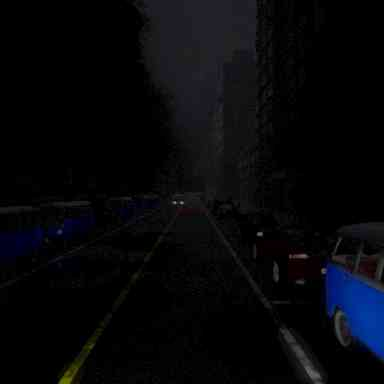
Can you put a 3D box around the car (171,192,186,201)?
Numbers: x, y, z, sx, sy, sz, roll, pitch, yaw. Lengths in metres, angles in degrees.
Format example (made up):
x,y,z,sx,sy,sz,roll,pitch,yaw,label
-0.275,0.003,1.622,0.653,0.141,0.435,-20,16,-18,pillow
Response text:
x,y,z,sx,sy,sz,roll,pitch,yaw,label
-3.001,1.057,75.915,2.150,2.045,5.566,0,0,0,car

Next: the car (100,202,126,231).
x,y,z,sx,sy,sz,roll,pitch,yaw,label
-5.671,1.534,20.571,1.887,1.381,4.507,0,0,0,car

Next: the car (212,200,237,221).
x,y,z,sx,sy,sz,roll,pitch,yaw,label
2.855,1.566,26.246,1.802,1.307,4.206,0,0,0,car

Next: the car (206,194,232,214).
x,y,z,sx,sy,sz,roll,pitch,yaw,label
2.854,1.293,31.907,2.192,1.841,5.009,0,0,0,car

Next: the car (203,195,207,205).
x,y,z,sx,sy,sz,roll,pitch,yaw,label
2.855,1.505,43.228,1.887,1.381,4.507,0,0,0,car

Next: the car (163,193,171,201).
x,y,z,sx,sy,sz,roll,pitch,yaw,label
-5.669,1.200,77.150,2.192,1.841,5.009,0,0,0,car

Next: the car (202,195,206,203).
x,y,z,sx,sy,sz,roll,pitch,yaw,label
2.855,1.532,48.888,1.802,1.307,4.206,0,0,0,car

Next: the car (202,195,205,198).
x,y,z,sx,sy,sz,roll,pitch,yaw,label
2.855,1.521,54.549,1.802,1.307,4.206,0,0,0,car

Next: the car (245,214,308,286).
x,y,z,sx,sy,sz,roll,pitch,yaw,label
2.854,1.541,9.265,1.887,1.381,4.507,0,0,0,car

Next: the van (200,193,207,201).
x,y,z,sx,sy,sz,roll,pitch,yaw,label
2.855,1.268,60.209,1.690,1.788,3.998,0,0,0,van

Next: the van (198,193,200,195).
x,y,z,sx,sy,sz,roll,pitch,yaw,label
2.855,1.226,77.190,1.690,1.788,3.998,0,0,0,van

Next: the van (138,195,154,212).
x,y,z,sx,sy,sz,roll,pitch,yaw,label
-5.671,1.311,37.545,1.690,1.788,3.998,0,0,0,van

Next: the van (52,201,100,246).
x,y,z,sx,sy,sz,roll,pitch,yaw,label
-5.672,1.335,14.913,1.690,1.788,3.998,0,0,0,van

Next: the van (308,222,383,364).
x,y,z,sx,sy,sz,roll,pitch,yaw,label
2.853,1.340,3.605,1.690,1.788,3.998,0,0,0,van

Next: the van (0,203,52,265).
x,y,z,sx,sy,sz,roll,pitch,yaw,label
-5.672,1.338,9.256,1.690,1.788,3.998,0,0,0,van

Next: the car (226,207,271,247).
x,y,z,sx,sy,sz,roll,pitch,yaw,label
2.854,1.560,14.925,1.947,1.339,4.313,0,0,0,car

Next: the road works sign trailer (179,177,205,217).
x,y,z,sx,sy,sz,roll,pitch,yaw,label
0.000,0.443,30.859,2.380,3.560,2.880,0,0,0,road works sign trailer

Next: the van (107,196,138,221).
x,y,z,sx,sy,sz,roll,pitch,yaw,label
-5.671,1.325,26.229,1.690,1.788,3.998,0,0,0,van

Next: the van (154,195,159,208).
x,y,z,sx,sy,sz,roll,pitch,yaw,label
-5.671,1.302,43.202,1.690,1.788,3.998,0,0,0,van
